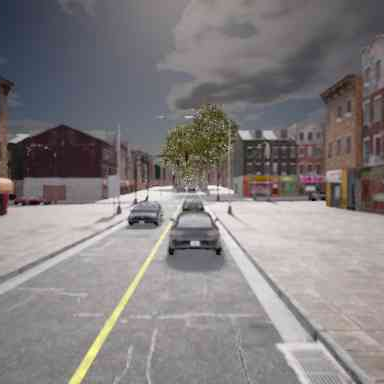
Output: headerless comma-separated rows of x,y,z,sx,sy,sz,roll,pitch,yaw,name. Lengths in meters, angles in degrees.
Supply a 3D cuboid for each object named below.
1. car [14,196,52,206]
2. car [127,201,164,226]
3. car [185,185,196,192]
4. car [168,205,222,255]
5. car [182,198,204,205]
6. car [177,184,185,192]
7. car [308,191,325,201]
-20.389,1.132,42.768,4.507,1.381,1.887,-1,2,0,car
-2.847,1.311,21.575,2.033,1.411,5.357,0,1,0,car
-0.018,-0.881,85.737,2.097,1.767,4.553,0,2,0,car
0.100,1.428,12.767,1.812,1.442,4.674,0,1,0,car
0.088,1.186,29.796,1.895,1.301,4.718,0,1,0,car
-2.768,-0.992,86.412,2.150,2.045,5.566,0,2,0,car
17.193,0.590,42.911,4.313,1.339,1.947,-1,1,0,car
